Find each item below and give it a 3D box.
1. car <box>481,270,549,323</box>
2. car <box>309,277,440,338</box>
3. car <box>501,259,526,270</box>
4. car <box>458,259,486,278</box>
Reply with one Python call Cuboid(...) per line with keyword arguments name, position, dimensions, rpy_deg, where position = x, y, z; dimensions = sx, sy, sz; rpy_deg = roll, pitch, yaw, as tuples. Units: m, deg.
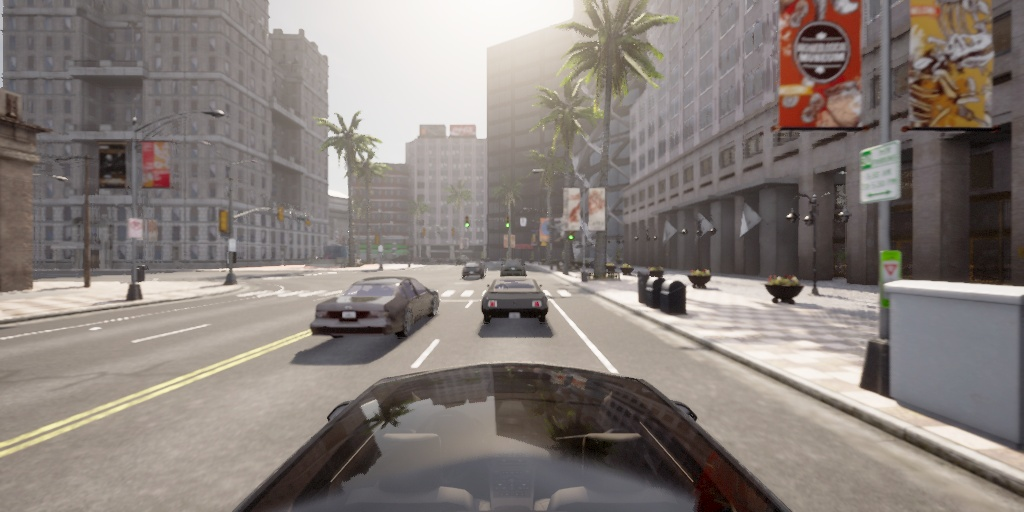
Cuboid(name="car", position=(0.084, 1.331, 11.958), dimensions=(1.895, 1.301, 4.718), rpy_deg=(0, 0, 0))
Cuboid(name="car", position=(-3.422, 1.281, 10.060), dimensions=(2.033, 1.411, 5.357), rpy_deg=(0, 0, 0))
Cuboid(name="car", position=(0.094, 1.044, 31.363), dimensions=(2.097, 1.767, 4.553), rpy_deg=(0, 0, 0))
Cuboid(name="car", position=(-3.414, 1.215, 32.594), dimensions=(1.812, 1.442, 4.674), rpy_deg=(0, 0, 0))
